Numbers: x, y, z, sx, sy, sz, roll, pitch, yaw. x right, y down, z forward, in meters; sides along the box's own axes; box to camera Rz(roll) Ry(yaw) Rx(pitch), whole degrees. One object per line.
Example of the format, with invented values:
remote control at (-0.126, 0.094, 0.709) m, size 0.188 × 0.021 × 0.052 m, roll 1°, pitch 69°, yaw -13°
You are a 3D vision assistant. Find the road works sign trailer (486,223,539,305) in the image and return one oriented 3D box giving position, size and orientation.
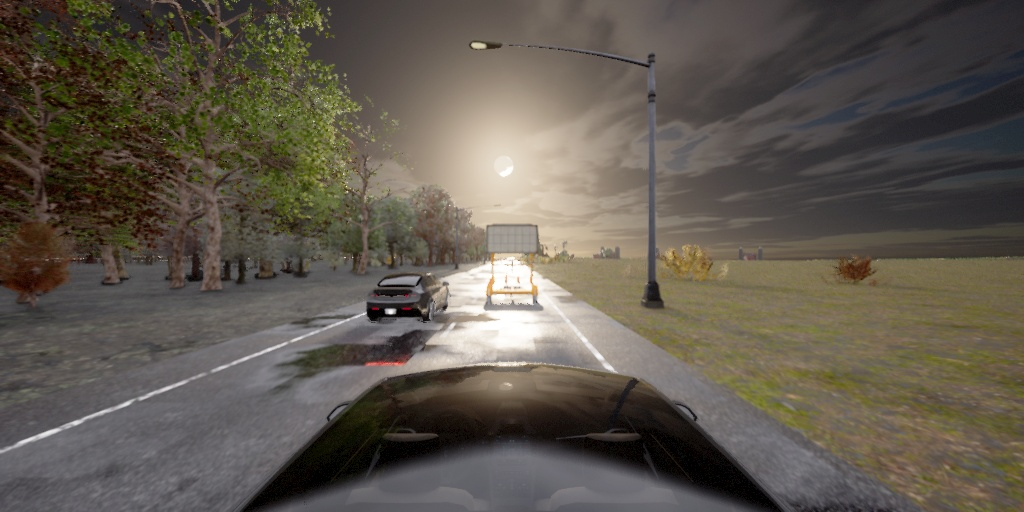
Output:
road works sign trailer at (0.012, 0.287, 16.640) m, size 2.380 × 3.560 × 2.880 m, roll 0°, pitch 0°, yaw 0°

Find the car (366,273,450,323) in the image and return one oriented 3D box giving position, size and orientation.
car at (-3.397, 1.307, 12.445) m, size 1.837 × 1.490 × 4.892 m, roll 0°, pitch 0°, yaw 0°
